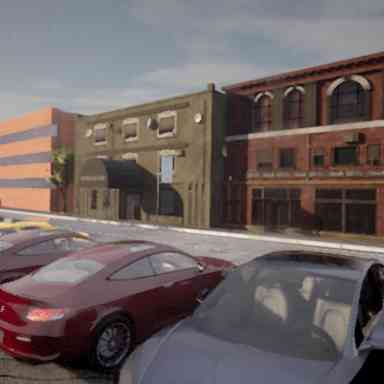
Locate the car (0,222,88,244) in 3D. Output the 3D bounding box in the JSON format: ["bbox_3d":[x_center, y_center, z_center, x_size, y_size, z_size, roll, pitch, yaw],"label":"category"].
[{"bbox_3d":[-3.072,1.567,7.576,2.002,1.452,4.674,0,-1,39],"label":"car"}]

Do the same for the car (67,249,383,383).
[{"bbox_3d":[1.307,1.563,4.001,2.163,1.488,4.792,0,-1,39],"label":"car"}]

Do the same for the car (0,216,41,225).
[{"bbox_3d":[-5.384,1.518,9.211,1.946,1.575,5.366,0,-1,39],"label":"car"}]

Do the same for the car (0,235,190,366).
[{"bbox_3d":[-0.875,1.570,5.800,2.002,1.452,4.674,0,-1,39],"label":"car"}]
